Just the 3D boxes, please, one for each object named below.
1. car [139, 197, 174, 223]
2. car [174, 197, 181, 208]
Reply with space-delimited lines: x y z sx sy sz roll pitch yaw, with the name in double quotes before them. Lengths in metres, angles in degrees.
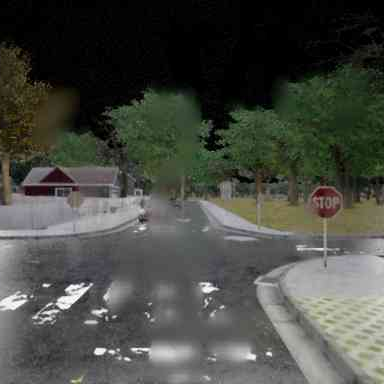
"car" -2.744 1.375 25.442 2.097 1.767 4.553 0 0 0
"car" -2.726 1.605 50.333 1.837 1.490 4.892 0 0 0
